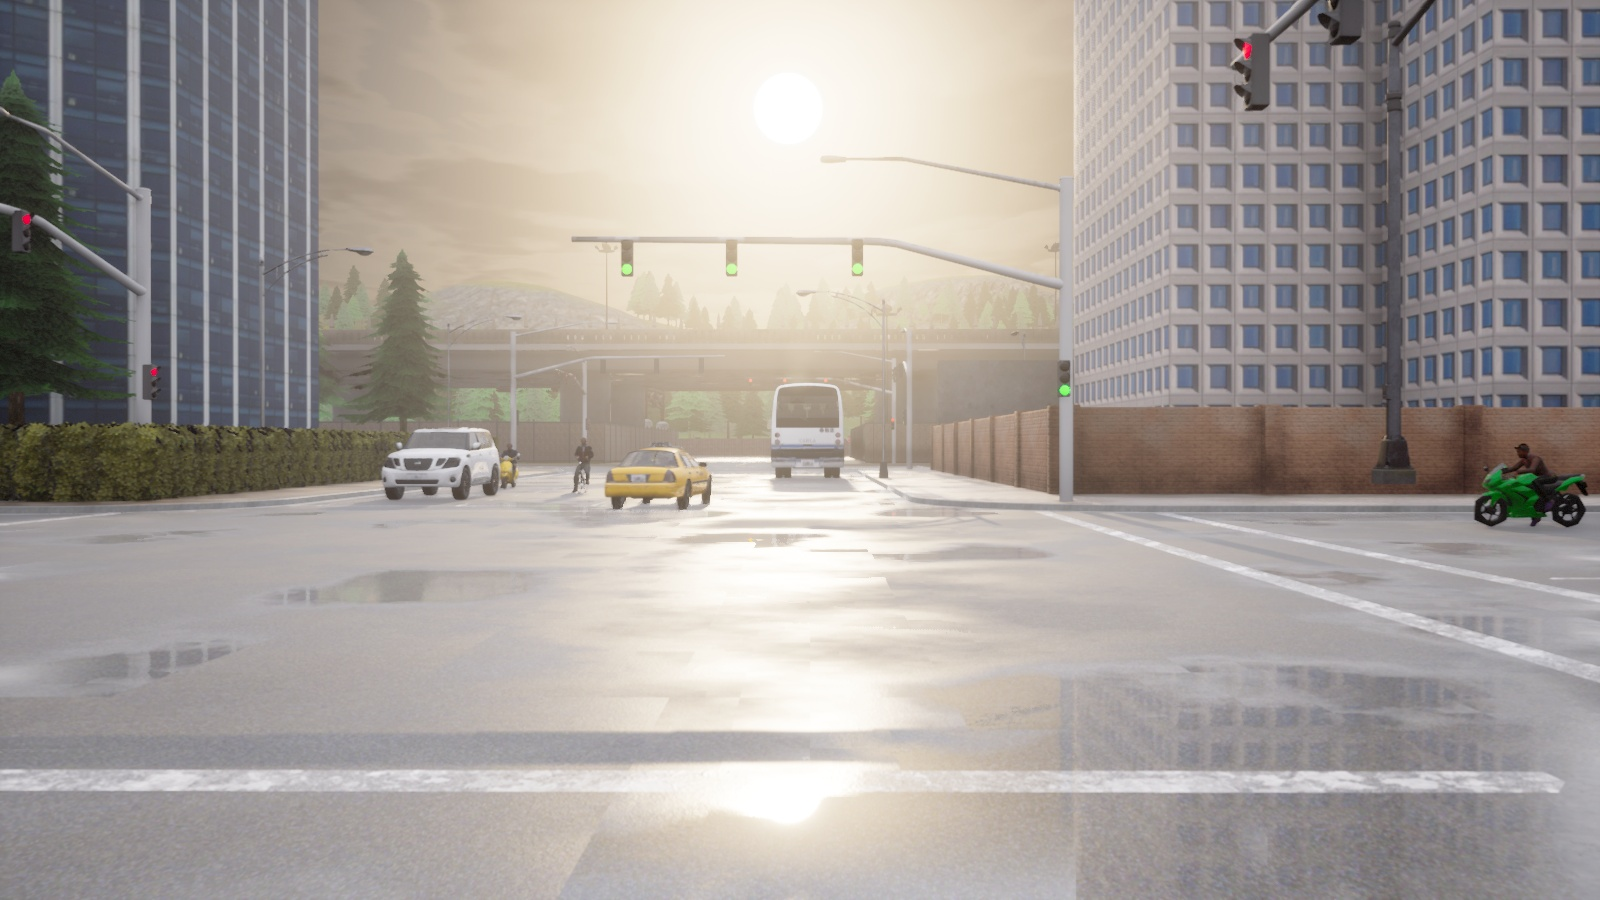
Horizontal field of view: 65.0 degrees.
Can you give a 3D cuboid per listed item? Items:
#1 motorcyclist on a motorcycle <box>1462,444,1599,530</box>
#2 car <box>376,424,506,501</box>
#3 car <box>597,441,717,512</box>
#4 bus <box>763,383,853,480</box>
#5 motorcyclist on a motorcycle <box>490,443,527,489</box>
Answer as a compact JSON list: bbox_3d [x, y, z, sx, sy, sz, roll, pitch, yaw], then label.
[{"bbox_3d":[13.195,0.660,22.696,2.044,1.523,0.797,0,0,1],"label":"motorcyclist on a motorcycle"},{"bbox_3d":[-10.274,0.330,36.416,2.150,2.045,5.566,0,0,0],"label":"car"},{"bbox_3d":[-3.366,0.576,30.633,1.801,1.575,5.366,0,0,6],"label":"car"},{"bbox_3d":[0.369,-0.841,60.402,3.944,4.253,10.273,0,0,0],"label":"bus"},{"bbox_3d":[-10.227,0.537,44.136,0.866,1.590,1.817,0,0,0],"label":"motorcyclist on a motorcycle"}]
